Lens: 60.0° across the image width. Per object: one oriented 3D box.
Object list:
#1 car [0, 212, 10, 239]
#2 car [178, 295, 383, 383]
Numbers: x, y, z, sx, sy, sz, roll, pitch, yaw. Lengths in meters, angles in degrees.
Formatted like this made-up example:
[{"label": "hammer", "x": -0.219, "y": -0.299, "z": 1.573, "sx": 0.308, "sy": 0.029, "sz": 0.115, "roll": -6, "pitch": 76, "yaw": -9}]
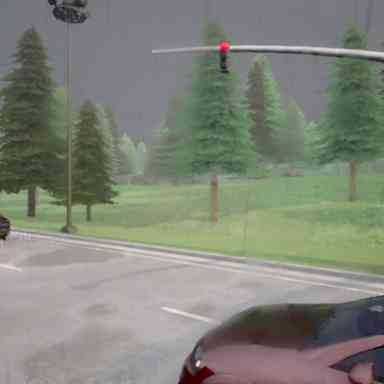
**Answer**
[{"label": "car", "x": -10.491, "y": 1.466, "z": 15.770, "sx": 4.892, "sy": 1.490, "sz": 1.837, "roll": 0, "pitch": 0, "yaw": 35}, {"label": "car", "x": 1.925, "y": 1.564, "z": 2.618, "sx": 4.181, "sy": 1.385, "sz": 1.994, "roll": 0, "pitch": 0, "yaw": 35}]
